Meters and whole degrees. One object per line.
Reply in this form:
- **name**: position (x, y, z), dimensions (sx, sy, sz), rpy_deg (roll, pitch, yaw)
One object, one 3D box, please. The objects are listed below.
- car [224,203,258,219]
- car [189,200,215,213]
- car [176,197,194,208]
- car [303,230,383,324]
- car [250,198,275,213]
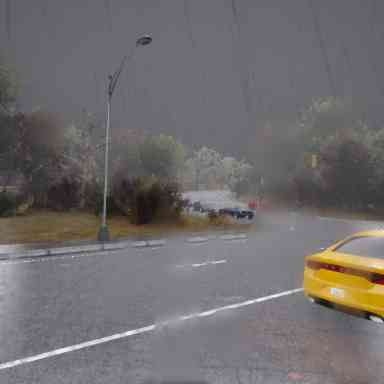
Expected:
- **car**: position (4.706, 2.145, 35.463), dimensions (1.895, 1.301, 4.718), rpy_deg (3, -1, -22)
- **car**: position (1.515, 1.923, 44.075), dimensions (1.837, 1.490, 4.892), rpy_deg (2, 0, -18)
- **car**: position (-1.236, 1.696, 53.687), dimensions (1.994, 1.385, 4.181), rpy_deg (2, 2, -14)
- **car**: position (4.431, 1.544, 6.915), dimensions (5.008, 1.535, 1.882), rpy_deg (1, -1, -35)
- **car**: position (10.583, 1.983, 50.701), dimensions (2.150, 2.045, 5.566), rpy_deg (2, 1, -16)
